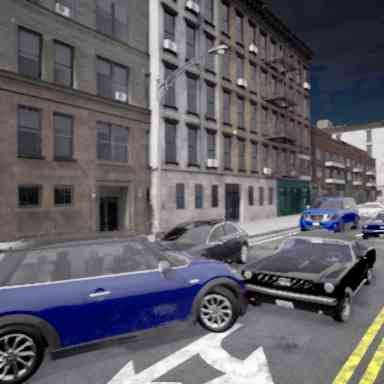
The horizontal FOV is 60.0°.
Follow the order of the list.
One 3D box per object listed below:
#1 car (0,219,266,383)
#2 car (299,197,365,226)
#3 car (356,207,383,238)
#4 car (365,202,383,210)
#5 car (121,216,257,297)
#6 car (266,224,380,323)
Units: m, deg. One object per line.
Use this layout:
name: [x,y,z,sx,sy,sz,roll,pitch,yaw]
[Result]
car: [-1.262,1.467,5.644,4.553,1.767,2.097,-1,-1,-30]
car: [8.306,1.355,19.790,2.150,2.045,5.566,-2,-1,39]
car: [9.951,1.655,16.645,1.895,1.301,4.718,-2,-1,39]
car: [15.772,1.641,28.962,1.812,1.442,4.674,-2,-1,39]
car: [0.239,1.651,10.109,1.837,1.490,4.892,-2,-1,30]
car: [2.882,1.661,7.606,1.895,1.301,4.718,0,-1,35]
